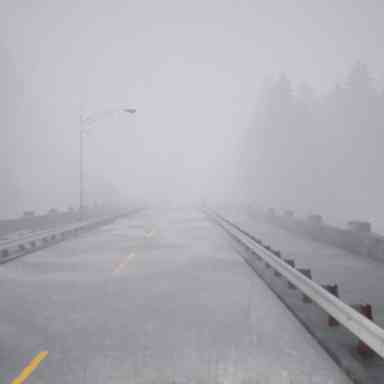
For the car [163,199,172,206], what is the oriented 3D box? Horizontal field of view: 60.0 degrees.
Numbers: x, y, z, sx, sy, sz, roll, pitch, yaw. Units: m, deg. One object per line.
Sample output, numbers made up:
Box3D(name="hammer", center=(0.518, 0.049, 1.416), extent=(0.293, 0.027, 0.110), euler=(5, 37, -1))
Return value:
Box3D(name="car", center=(-5.292, 2.190, 71.686), extent=(2.033, 1.411, 5.357), euler=(0, -1, -1))
